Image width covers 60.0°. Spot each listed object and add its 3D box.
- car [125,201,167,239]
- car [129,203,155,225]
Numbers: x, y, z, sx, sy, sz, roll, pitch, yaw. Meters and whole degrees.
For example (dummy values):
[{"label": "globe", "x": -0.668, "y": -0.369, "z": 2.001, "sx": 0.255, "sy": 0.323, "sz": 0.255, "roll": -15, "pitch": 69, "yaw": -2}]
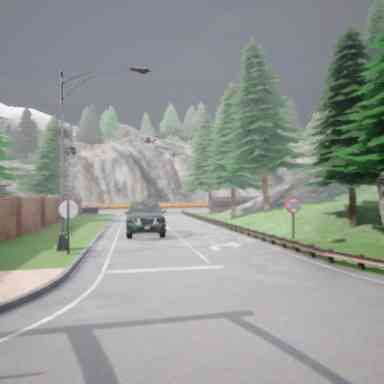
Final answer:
[{"label": "car", "x": -2.857, "y": 1.605, "z": 20.353, "sx": 2.150, "sy": 2.045, "sz": 5.566, "roll": 0, "pitch": -1, "yaw": -10}, {"label": "car", "x": -4.602, "y": 1.917, "z": 30.148, "sx": 2.097, "sy": 1.767, "sz": 4.553, "roll": 0, "pitch": -1, "yaw": -10}]
